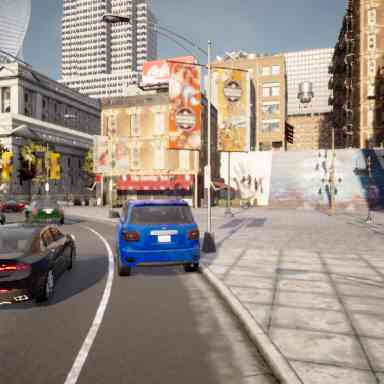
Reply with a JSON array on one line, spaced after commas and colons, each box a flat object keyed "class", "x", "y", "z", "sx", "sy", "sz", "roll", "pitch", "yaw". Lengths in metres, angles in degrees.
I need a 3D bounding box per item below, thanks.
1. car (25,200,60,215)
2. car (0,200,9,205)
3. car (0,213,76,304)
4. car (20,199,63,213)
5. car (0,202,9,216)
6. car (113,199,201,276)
[{"class": "car", "x": -15.682, "y": 1.577, "z": 34.738, "sx": 1.895, "sy": 1.301, "sz": 4.718, "roll": 0, "pitch": 0, "yaw": -43}, {"class": "car", "x": -22.210, "y": 1.326, "z": 35.930, "sx": 4.553, "sy": 1.767, "sz": 2.097, "roll": 0, "pitch": 0, "yaw": 38}, {"class": "car", "x": -4.076, "y": 1.502, "z": 8.042, "sx": 1.837, "sy": 1.490, "sz": 4.892, "roll": 0, "pitch": 0, "yaw": -11}, {"class": "car", "x": -10.691, "y": 1.339, "z": 23.832, "sx": 2.097, "sy": 1.767, "sz": 4.553, "roll": 0, "pitch": 0, "yaw": -33}, {"class": "car", "x": -13.240, "y": 1.586, "z": 21.454, "sx": 1.895, "sy": 1.301, "sz": 4.718, "roll": 0, "pitch": 0, "yaw": -33}, {"class": "car", "x": -1.297, "y": 1.218, "z": 10.621, "sx": 2.150, "sy": 2.045, "sz": 5.566, "roll": 0, "pitch": 0, "yaw": -14}]
